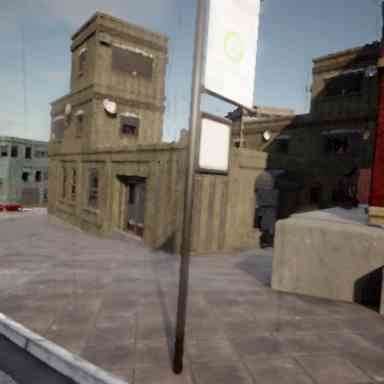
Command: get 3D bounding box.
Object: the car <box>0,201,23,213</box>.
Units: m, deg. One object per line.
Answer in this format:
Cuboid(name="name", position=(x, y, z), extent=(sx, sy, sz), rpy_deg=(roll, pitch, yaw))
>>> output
Cuboid(name="car", position=(-25.289, 1.984, 45.493), extent=(1.882, 1.535, 5.008), rpy_deg=(4, -2, 6))
